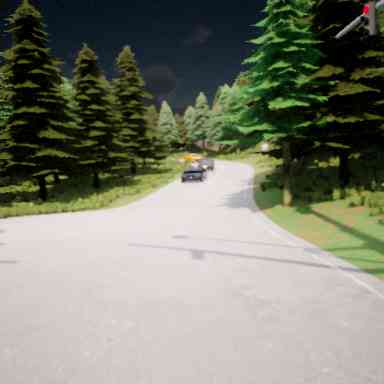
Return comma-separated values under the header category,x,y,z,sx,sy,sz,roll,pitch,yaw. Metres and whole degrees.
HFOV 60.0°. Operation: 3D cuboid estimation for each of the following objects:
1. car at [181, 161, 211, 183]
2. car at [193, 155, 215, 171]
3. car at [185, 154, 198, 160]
category,x,y,z,sx,sy,sz,roll,pitch,yaw
car,0.239,-1.760,31.287,1.994,1.385,4.181,-2,9,11
car,1.790,-3.458,41.300,2.128,1.511,4.902,-3,9,7
car,0.265,-5.688,55.795,1.882,1.535,5.008,-4,9,-19
